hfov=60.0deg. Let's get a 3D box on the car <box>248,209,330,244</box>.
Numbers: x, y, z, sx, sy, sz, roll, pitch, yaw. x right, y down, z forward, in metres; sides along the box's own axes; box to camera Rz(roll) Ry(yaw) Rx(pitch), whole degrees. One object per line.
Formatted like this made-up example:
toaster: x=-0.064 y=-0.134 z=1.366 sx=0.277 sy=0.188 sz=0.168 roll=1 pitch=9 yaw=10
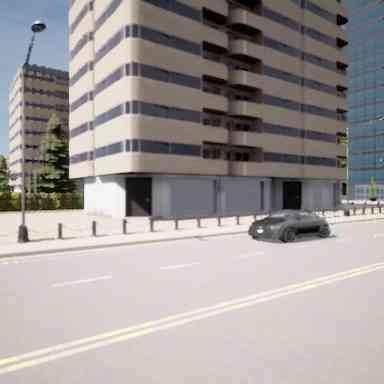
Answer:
car: x=4.653 y=1.539 z=15.795 sx=4.181 sy=1.385 sz=1.994 roll=0 pitch=0 yaw=-34
